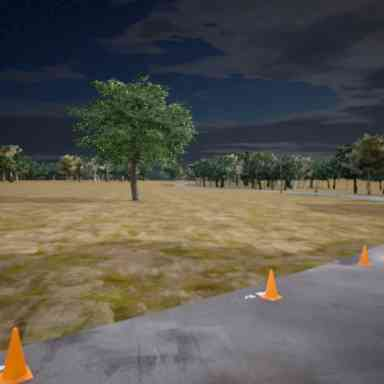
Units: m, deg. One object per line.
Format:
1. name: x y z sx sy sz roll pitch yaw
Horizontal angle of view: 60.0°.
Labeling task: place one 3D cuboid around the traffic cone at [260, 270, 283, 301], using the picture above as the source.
1. traffic cone: 1.677 1.941 7.036 0.340 0.580 0.340 0 0 -40

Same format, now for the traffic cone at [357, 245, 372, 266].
1. traffic cone: 5.328 1.938 10.258 0.340 0.580 0.340 0 0 -43

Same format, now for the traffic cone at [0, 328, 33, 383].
1. traffic cone: -2.126 1.933 3.997 0.340 0.580 0.340 0 0 -37
